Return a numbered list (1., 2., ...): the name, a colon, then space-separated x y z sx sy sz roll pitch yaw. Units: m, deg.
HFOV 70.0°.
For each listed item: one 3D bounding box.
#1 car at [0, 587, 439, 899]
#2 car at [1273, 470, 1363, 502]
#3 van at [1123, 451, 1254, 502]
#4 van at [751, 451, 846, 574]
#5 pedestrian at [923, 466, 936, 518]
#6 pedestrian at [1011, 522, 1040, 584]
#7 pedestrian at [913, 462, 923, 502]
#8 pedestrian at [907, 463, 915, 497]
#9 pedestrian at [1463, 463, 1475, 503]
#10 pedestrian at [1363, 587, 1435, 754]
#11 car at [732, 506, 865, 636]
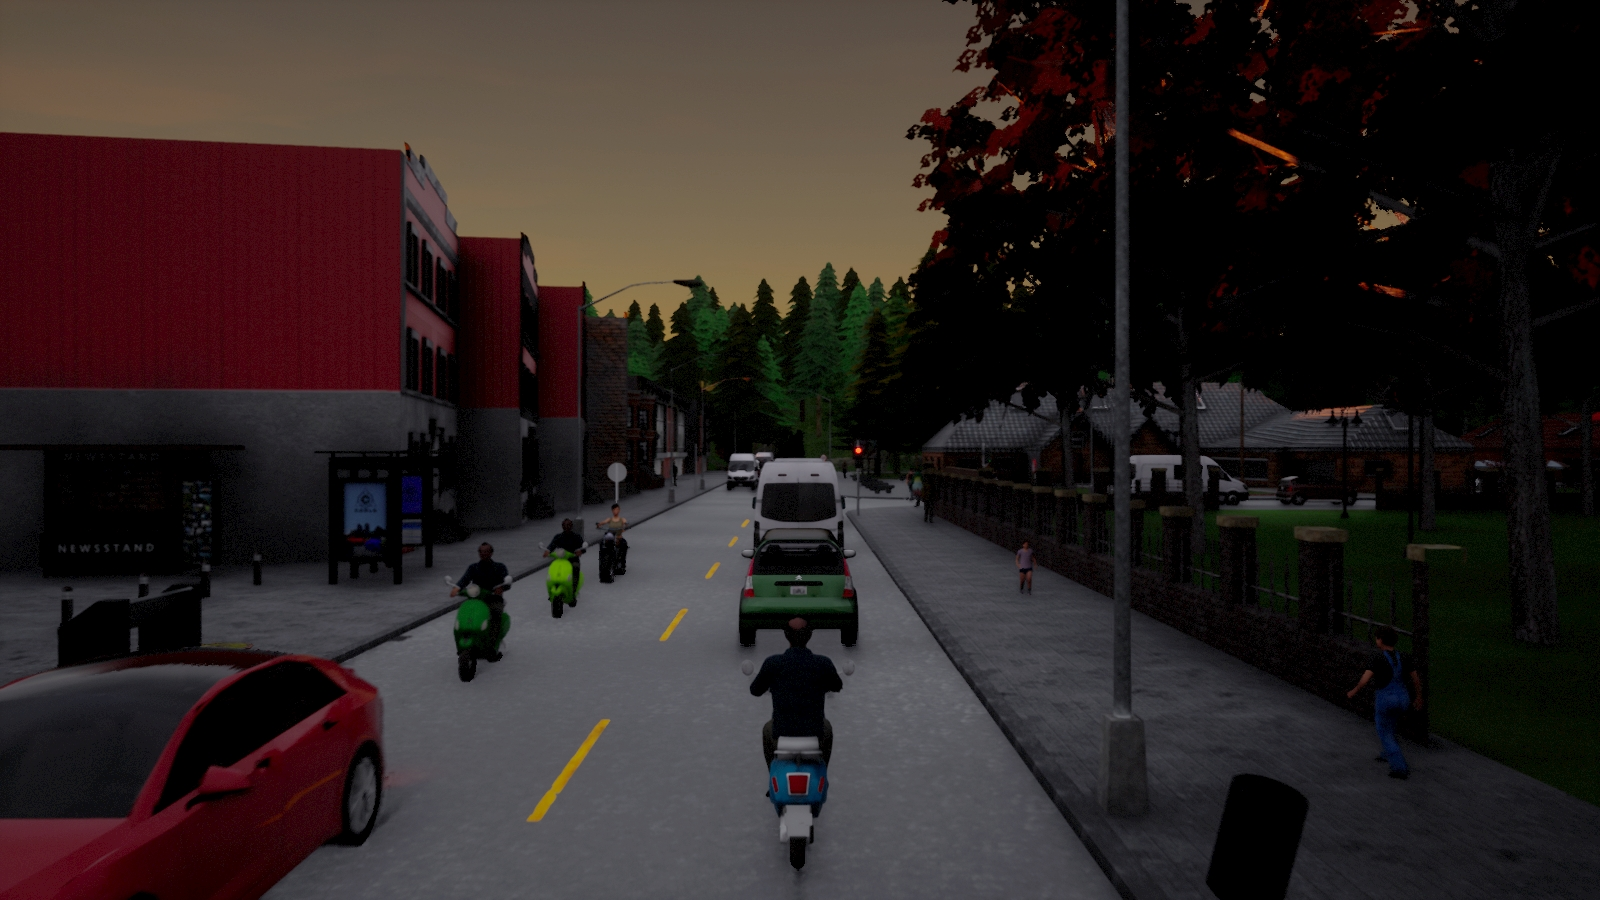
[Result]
1. car: -4.018 1.841 6.733 2.231 1.480 4.892 0 0 0
2. car: 26.124 1.805 57.706 3.705 1.549 1.789 0 0 0
3. van: 19.587 1.314 57.769 5.915 2.561 1.988 0 0 1
4. van: -0.044 1.314 26.884 1.988 2.561 5.915 0 0 0
5. pedestrian: 4.711 1.525 41.610 0.375 1.860 0.375 0 0 -8
6. pedestrian: 4.175 1.904 21.164 0.500 1.100 0.500 0 0 7
7. pedestrian: 5.585 1.522 54.115 0.375 1.860 0.375 0 0 16
8. pedestrian: 6.030 1.628 61.895 0.375 1.860 0.375 0 0 15
9. pedestrian: 31.312 1.524 53.481 0.375 1.860 0.375 0 0 -3
10. pedestrian: 4.946 1.805 9.448 0.375 1.300 0.375 0 0 -11
11. car: -0.023 1.779 17.850 1.851 1.617 3.988 0 0 0
